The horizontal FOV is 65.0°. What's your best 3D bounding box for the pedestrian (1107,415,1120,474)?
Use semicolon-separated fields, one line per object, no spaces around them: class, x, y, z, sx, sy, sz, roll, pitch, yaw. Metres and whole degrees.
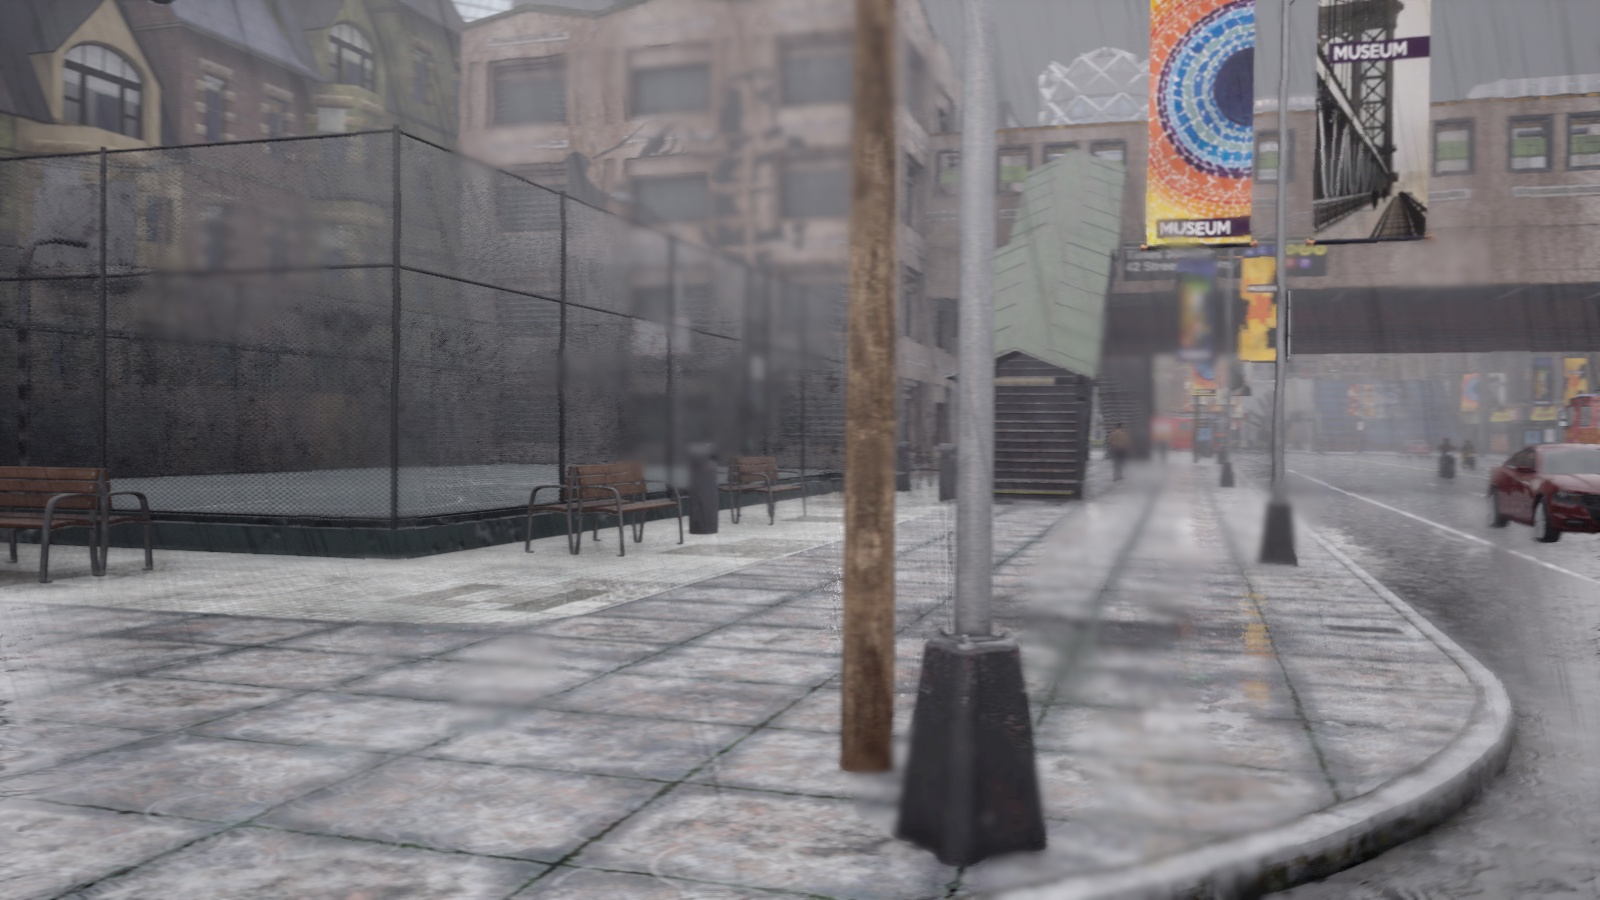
pedestrian;9.785;-0.169;39.206;0.345;1.836;0.594;0;1;19

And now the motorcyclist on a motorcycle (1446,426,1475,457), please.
motorcyclist on a motorcycle;33.186;-0.432;63.127;0.797;1.523;2.044;0;1;13

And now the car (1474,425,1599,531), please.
car;12.568;0.363;20.417;1.882;1.535;5.008;0;1;17

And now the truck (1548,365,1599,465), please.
truck;32.905;-1.412;50.518;2.891;3.827;8.468;0;1;17

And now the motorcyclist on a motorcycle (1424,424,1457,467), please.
motorcyclist on a motorcycle;25.313;-0.195;49.631;0.766;1.649;2.350;0;1;17
